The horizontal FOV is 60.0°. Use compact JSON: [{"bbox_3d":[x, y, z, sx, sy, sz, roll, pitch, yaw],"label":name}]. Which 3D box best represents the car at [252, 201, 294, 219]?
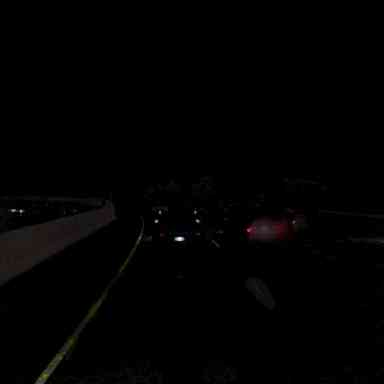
[{"bbox_3d":[7.655,1.690,32.178,2.033,1.411,5.357,0,0,-10],"label":"car"}]

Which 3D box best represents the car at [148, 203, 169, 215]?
[{"bbox_3d":[-3.664,1.776,35.519,1.895,1.301,4.718,0,0,-11],"label":"car"}]

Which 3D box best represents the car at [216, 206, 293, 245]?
[{"bbox_3d":[2.746,1.620,16.044,2.033,1.411,5.357,0,0,-5],"label":"car"}]

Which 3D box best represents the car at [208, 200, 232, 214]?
[{"bbox_3d":[3.091,1.665,37.301,2.128,1.511,4.902,0,0,-11],"label":"car"}]

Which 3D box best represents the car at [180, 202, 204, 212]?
[{"bbox_3d":[-0.117,1.771,35.646,1.895,1.301,4.718,0,0,-11],"label":"car"}]

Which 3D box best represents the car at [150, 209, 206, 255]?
[{"bbox_3d":[-0.600,1.630,13.658,1.994,1.385,4.181,0,0,-5],"label":"car"}]

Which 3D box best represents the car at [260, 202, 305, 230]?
[{"bbox_3d":[5.657,1.620,21.504,1.812,1.442,4.674,0,0,-7],"label":"car"}]
